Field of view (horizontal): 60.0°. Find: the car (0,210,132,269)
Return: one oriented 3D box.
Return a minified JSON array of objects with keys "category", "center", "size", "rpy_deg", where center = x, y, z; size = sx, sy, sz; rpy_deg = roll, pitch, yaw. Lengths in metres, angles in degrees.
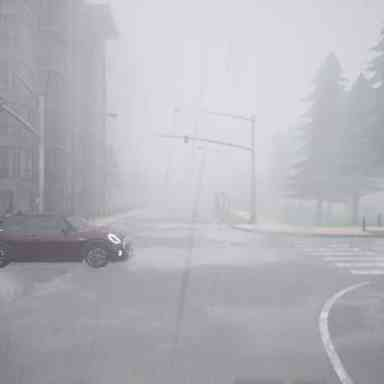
[{"category":"car","center":[-4.345,1.477,11.156],"size":[4.553,1.767,2.097],"rpy_deg":[0,-1,-2]}]
